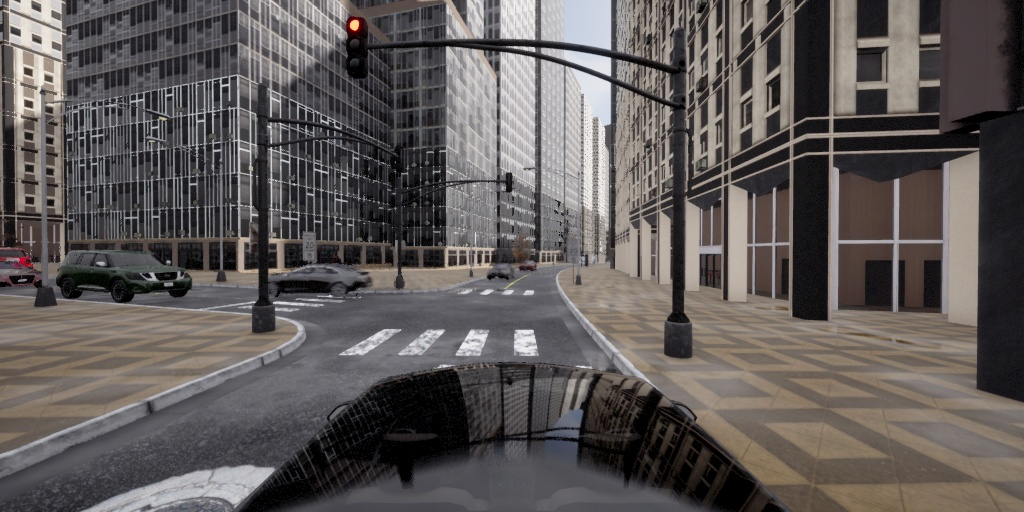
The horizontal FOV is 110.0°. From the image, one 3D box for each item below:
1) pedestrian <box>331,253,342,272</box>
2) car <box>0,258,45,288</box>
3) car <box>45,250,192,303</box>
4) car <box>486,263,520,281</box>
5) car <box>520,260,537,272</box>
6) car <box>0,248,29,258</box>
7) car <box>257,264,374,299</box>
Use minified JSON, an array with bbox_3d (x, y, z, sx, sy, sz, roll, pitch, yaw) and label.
[{"bbox_3d":[-9.580,0.716,19.439,0.375,1.860,0.375,0,0,16],"label":"pedestrian"},{"bbox_3d":[-25.803,0.981,18.032,4.181,1.385,1.994,1,1,16],"label":"car"},{"bbox_3d":[-16.617,0.770,15.376,5.566,2.045,2.150,1,1,17],"label":"car"},{"bbox_3d":[-0.858,1.340,31.069,2.033,1.411,5.357,0,0,7],"label":"car"},{"bbox_3d":[2.207,1.354,49.245,1.882,1.535,5.008,0,-1,12],"label":"car"},{"bbox_3d":[-34.577,0.476,23.637,5.566,2.045,2.150,1,1,16],"label":"car"},{"bbox_3d":[-8.950,1.105,16.472,4.902,1.511,2.128,0,1,-1],"label":"car"}]
